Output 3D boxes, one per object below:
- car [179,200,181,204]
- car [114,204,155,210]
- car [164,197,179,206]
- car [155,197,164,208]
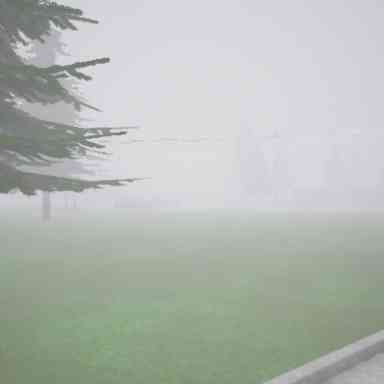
[{"bbox_3d":[-4.121,1.516,54.848,4.718,1.301,1.895,0,0,13],"label":"car"},{"bbox_3d":[-7.399,1.454,41.237,4.674,1.442,1.812,0,0,13],"label":"car"},{"bbox_3d":[-4.962,1.437,51.451,4.674,1.442,1.812,0,0,13],"label":"car"},{"bbox_3d":[-6.586,1.449,44.642,4.674,1.442,1.812,0,0,13],"label":"car"}]
